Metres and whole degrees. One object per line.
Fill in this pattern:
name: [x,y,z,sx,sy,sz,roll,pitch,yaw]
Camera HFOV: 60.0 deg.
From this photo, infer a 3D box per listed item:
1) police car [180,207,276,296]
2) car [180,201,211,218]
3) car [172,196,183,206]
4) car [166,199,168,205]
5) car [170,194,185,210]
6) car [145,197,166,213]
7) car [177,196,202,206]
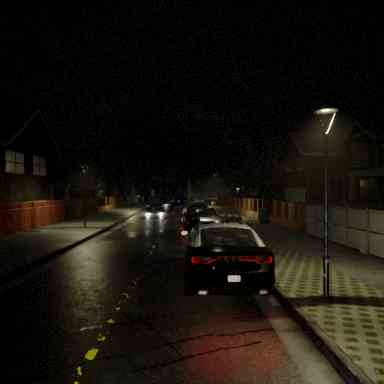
police car: [0.745,1.427,8.835,1.930,1.638,5.238,0,0,-1]
car: [0.454,1.493,18.769,1.882,1.535,5.008,0,0,-2]
car: [-2.669,1.602,60.100,1.882,1.535,5.008,0,0,-3]
car: [-5.725,1.662,64.182,1.812,1.442,4.674,0,0,-4]
car: [-1.833,1.311,45.804,2.150,2.045,5.566,0,0,-3]
car: [-4.339,1.600,38.862,1.812,1.442,4.674,0,0,-3]
car: [0.177,1.379,24.762,2.097,1.767,4.553,0,0,-3]
